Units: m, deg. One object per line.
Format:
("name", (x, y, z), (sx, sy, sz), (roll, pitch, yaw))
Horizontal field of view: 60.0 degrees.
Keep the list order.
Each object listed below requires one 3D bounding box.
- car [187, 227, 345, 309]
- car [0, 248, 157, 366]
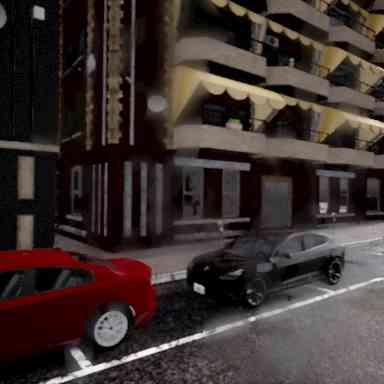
("car", (1.923, 1.558, 7.924), (4.313, 1.339, 1.947), (0, 1, -36))
("car", (-2.674, 1.544, 4.638), (4.507, 1.381, 1.887), (0, 1, -36))
